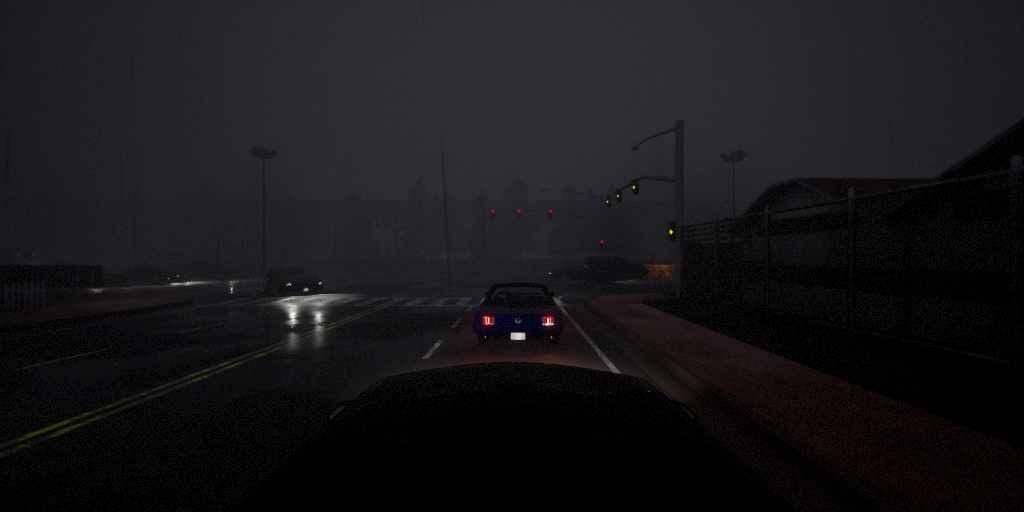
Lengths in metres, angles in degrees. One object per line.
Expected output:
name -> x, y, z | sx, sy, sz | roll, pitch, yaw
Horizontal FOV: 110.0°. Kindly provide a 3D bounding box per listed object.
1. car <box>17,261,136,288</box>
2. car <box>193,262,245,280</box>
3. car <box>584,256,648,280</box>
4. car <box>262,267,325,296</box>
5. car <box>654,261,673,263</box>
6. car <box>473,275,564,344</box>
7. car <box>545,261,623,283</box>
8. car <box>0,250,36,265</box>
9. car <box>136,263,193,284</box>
car -> -27.937, 1.219, 23.123 | 5.008, 1.535, 1.882 | 0, 0, -1
car -> -25.313, 1.248, 30.167 | 4.892, 1.490, 1.837 | 0, 0, -1
car -> 8.683, 0.973, 30.732 | 5.566, 2.045, 2.150 | 0, 0, -1
car -> -12.209, 1.297, 19.788 | 5.357, 1.411, 2.033 | 0, 0, 44
car -> 17.205, 1.276, 41.554 | 4.674, 1.442, 1.812 | 0, 0, -1
car -> 0.193, 1.351, 9.541 | 1.895, 1.301, 4.718 | 0, 0, 2
car -> 5.231, 1.297, 27.173 | 5.357, 1.411, 2.033 | 0, 0, -1
car -> -38.882, 0.753, 26.452 | 5.566, 2.045, 2.150 | 2, 0, -1
car -> -26.862, 1.306, 26.643 | 4.181, 1.385, 1.994 | 0, 0, -1
